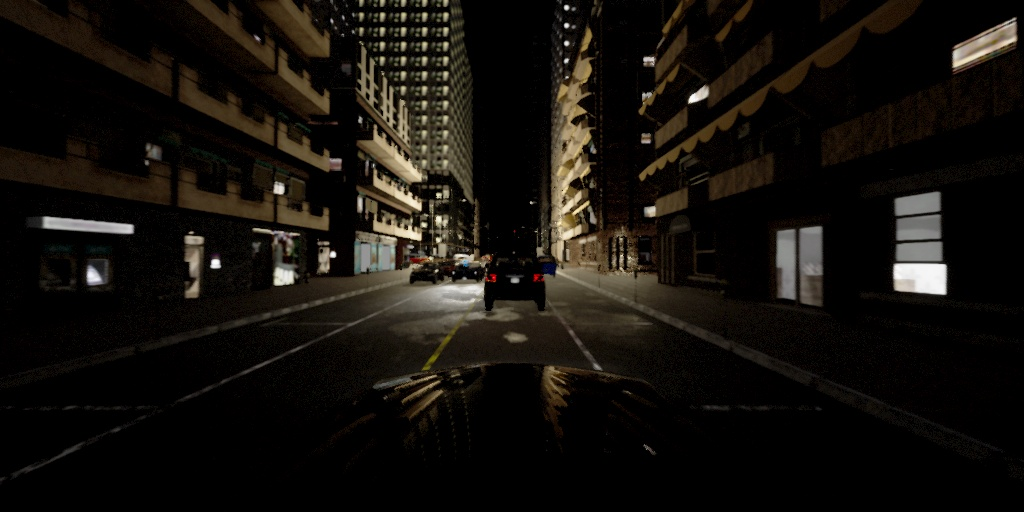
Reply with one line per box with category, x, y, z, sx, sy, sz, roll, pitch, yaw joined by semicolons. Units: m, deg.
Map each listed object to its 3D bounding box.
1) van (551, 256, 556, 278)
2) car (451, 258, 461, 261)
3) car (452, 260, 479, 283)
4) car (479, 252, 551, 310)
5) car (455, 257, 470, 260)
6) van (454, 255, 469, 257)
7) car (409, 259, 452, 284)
van;2.692;0.848;29.877;1.690;1.789;3.998;0;0;0
car;-5.656;1.090;29.824;1.802;1.307;4.207;0;0;0
car;-3.048;1.147;25.376;1.895;1.301;4.718;0;0;0
car;0.100;0.863;14.309;2.150;2.045;5.566;0;1;0
car;-5.656;1.026;35.364;1.948;1.339;4.313;0;0;0
van;-5.826;0.753;40.905;1.690;1.789;3.998;0;0;0
car;-5.656;1.106;24.283;2.007;1.370;4.403;0;0;0
